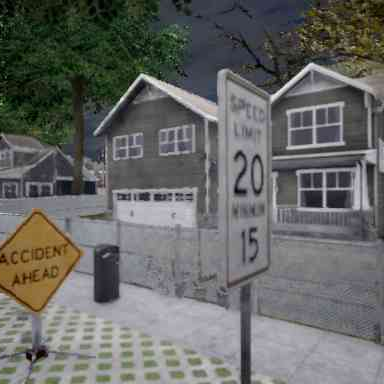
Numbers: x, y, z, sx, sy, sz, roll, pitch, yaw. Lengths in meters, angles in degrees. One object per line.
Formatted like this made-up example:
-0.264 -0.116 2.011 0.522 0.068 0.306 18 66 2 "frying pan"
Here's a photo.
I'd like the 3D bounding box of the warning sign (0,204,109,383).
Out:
-1.878 1.113 4.011 1.060 1.860 1.300 -1 0 36 "warning sign"
